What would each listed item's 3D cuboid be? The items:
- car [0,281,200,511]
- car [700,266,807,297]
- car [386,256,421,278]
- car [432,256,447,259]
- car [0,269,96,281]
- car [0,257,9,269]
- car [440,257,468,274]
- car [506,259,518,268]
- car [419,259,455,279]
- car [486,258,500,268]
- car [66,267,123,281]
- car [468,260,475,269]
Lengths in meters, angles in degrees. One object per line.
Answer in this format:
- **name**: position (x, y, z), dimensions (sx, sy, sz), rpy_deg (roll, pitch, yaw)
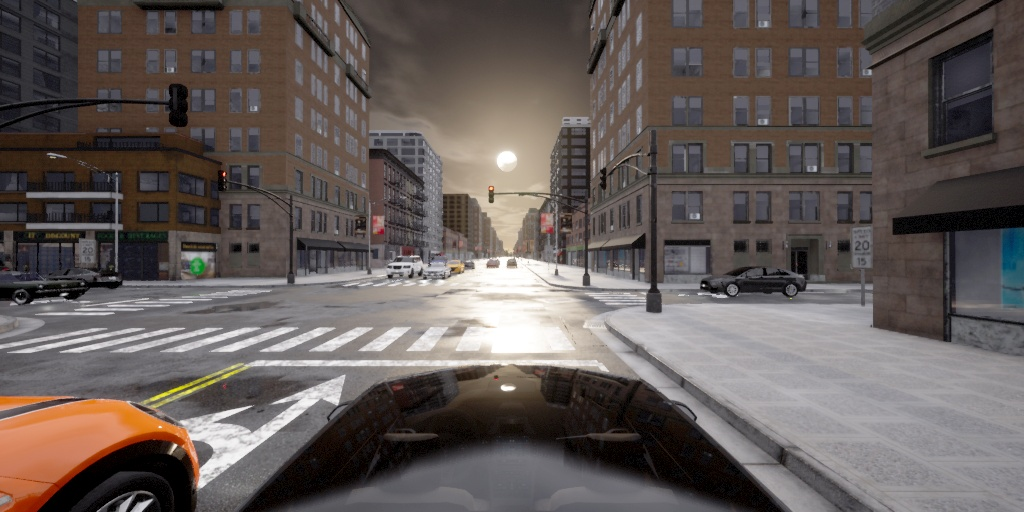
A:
- **car**: position (-3.237, 1.102, 0.595), dimensions (2.097, 1.767, 4.553), rpy_deg (0, 0, 0)
- **car**: position (12.423, 1.295, 18.634), dimensions (4.892, 1.490, 1.837), rpy_deg (0, 0, 1)
- **car**: position (-9.917, 0.972, 33.661), dimensions (2.150, 2.045, 5.566), rpy_deg (0, 0, 0)
- **car**: position (-9.943, 0.970, 48.959), dimensions (2.150, 2.045, 5.566), rpy_deg (0, 0, 0)
- **car**: position (-21.517, 1.345, 15.456), dimensions (4.718, 1.301, 1.895), rpy_deg (0, 0, 0)
- **car**: position (-29.371, 0.975, 18.366), dimensions (5.566, 2.045, 2.150), rpy_deg (0, 0, 2)
- **car**: position (-6.679, 1.226, 41.543), dimensions (1.882, 1.535, 5.008), rpy_deg (0, 0, 0)
- **car**: position (-0.024, 1.248, 63.081), dimensions (1.837, 1.490, 4.892), rpy_deg (0, 0, 0)
- **car**: position (-6.662, 1.276, 32.272), dimensions (1.812, 1.442, 4.674), rpy_deg (0, 0, 0)
- **car**: position (-3.373, 1.307, 61.942), dimensions (1.994, 1.385, 4.181), rpy_deg (0, 0, 0)
- **car**: position (-25.412, 1.331, 20.948), dimensions (4.313, 1.339, 1.948), rpy_deg (0, 0, 0)
- **car**: position (-6.685, 1.309, 54.262), dimensions (1.994, 1.385, 4.181), rpy_deg (0, 0, 1)
